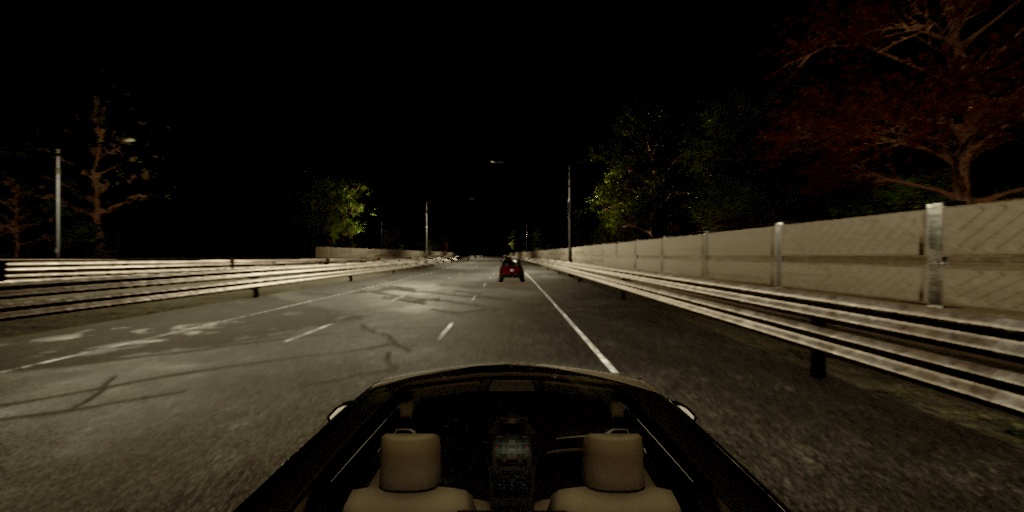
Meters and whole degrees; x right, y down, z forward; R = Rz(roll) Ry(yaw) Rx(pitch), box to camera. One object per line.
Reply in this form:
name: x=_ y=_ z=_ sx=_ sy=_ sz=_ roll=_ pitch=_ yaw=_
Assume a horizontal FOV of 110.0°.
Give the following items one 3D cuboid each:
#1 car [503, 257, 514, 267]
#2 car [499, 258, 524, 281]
car: x=-0.702 y=1.011 z=62.776 sx=1.837 sy=1.490 sz=4.892 roll=0 pitch=0 yaw=-1
car: x=-0.032 y=1.094 z=28.590 sx=2.033 sy=1.649 sz=4.856 roll=0 pitch=0 yaw=-1
